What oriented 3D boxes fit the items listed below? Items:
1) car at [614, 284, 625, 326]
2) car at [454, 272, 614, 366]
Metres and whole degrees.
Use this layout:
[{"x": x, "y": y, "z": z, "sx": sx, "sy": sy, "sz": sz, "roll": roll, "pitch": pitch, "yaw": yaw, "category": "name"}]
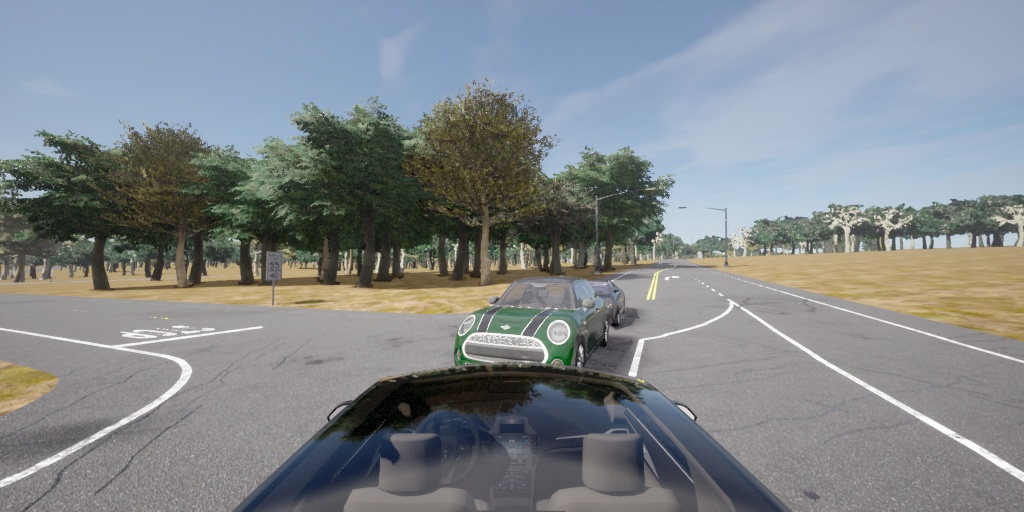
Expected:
[{"x": 2.916, "y": 1.554, "z": 12.873, "sx": 1.994, "sy": 1.385, "sz": 4.181, "roll": -2, "pitch": 0, "yaw": 22, "category": "car"}, {"x": 0.687, "y": 1.222, "z": 7.442, "sx": 2.097, "sy": 1.767, "sz": 4.553, "roll": -1, "pitch": -2, "yaw": 22, "category": "car"}]
